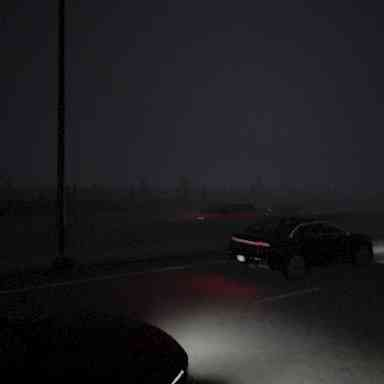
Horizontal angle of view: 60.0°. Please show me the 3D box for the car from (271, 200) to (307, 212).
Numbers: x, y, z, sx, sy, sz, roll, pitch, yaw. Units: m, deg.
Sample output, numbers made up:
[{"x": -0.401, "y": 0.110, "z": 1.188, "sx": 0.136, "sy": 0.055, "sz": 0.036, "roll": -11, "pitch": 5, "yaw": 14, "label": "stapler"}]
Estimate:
[{"x": 7.818, "y": 1.456, "z": 28.993, "sx": 5.008, "sy": 1.535, "sz": 1.882, "roll": 1, "pitch": 0, "yaw": -30, "label": "car"}]

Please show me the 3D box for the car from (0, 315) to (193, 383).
[{"x": -2.119, "y": 1.514, "z": 2.113, "sx": 4.674, "sy": 1.442, "sz": 1.812, "roll": 0, "pitch": 0, "yaw": -36, "label": "car"}]

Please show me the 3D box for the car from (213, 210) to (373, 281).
[{"x": 3.314, "y": 1.486, "z": 9.784, "sx": 4.902, "sy": 1.511, "sz": 2.128, "roll": 0, "pitch": 0, "yaw": -32, "label": "car"}]

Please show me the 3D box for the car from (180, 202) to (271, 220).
[{"x": 1.505, "y": 1.328, "z": 17.140, "sx": 4.553, "sy": 1.767, "sz": 2.097, "roll": 0, "pitch": 0, "yaw": -31, "label": "car"}]
